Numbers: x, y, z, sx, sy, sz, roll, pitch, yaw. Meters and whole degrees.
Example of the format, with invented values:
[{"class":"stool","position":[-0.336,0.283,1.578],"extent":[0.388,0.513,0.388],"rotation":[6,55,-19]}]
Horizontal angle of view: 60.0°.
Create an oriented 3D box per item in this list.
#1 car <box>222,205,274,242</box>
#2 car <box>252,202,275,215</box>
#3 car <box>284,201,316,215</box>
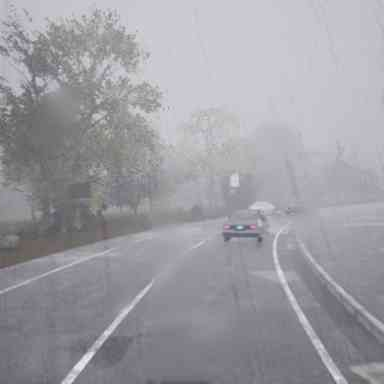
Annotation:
[{"class":"car","position":[2.812,1.600,16.852],"extent":[2.033,1.411,5.357],"rotation":[-1,-1,17]},{"class":"car","position":[6.963,1.739,33.756],"extent":[1.812,1.442,4.674],"rotation":[-4,-2,34]},{"class":"car","position":[11.050,1.589,33.882],"extent":[2.033,1.411,5.357],"rotation":[-4,-2,35]}]
